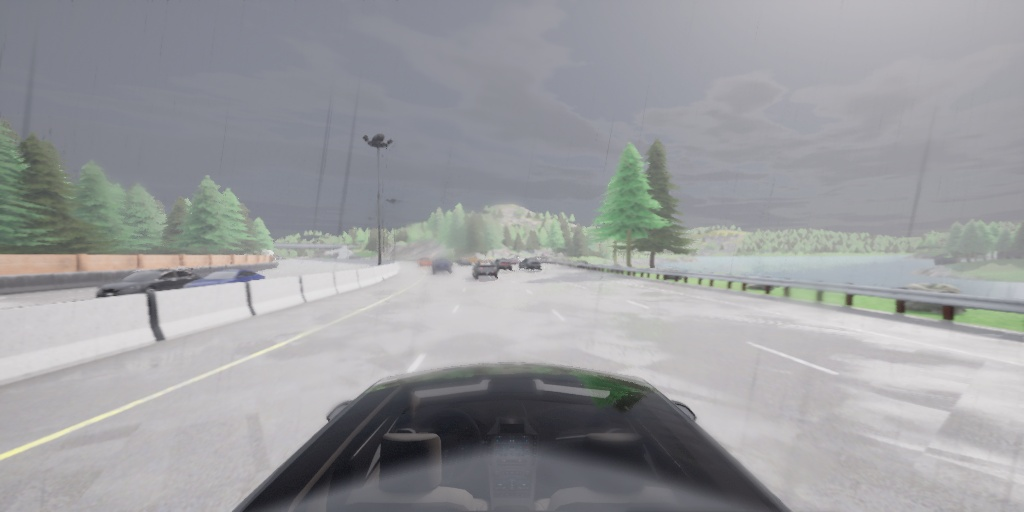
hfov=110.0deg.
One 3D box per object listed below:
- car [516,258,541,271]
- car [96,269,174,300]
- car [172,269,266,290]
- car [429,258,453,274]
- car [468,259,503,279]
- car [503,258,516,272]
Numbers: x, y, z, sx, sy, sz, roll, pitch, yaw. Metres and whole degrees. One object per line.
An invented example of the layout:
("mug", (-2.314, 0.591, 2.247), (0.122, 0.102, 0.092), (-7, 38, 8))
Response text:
("car", (2.116, 1.053, 43.717), (1.837, 1.490, 4.892), (0, 0, -14))
("car", (-18.353, 1.460, 18.534), (1.837, 1.490, 4.892), (-1, 0, -6))
("car", (-14.874, 1.418, 18.912), (1.812, 1.442, 4.674), (-1, 0, -6))
("car", (-8.180, 1.043, 41.468), (2.097, 1.767, 4.553), (-1, 0, -14))
("car", (-2.380, 1.150, 30.934), (2.128, 1.511, 4.902), (-1, 0, -10))
("car", (-1.279, 1.099, 42.826), (1.837, 1.490, 4.892), (0, 0, -14))
